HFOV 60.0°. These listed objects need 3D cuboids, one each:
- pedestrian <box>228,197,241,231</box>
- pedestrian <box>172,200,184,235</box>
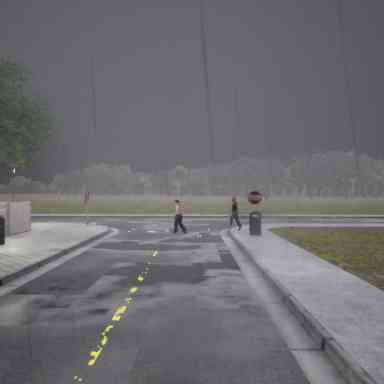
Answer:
[{"bbox_3d":[2.287,1.139,17.920,0.375,1.860,0.375,0,0,0],"label":"pedestrian"},{"bbox_3d":[-0.735,1.294,17.334,0.375,1.860,0.375,0,0,0],"label":"pedestrian"}]
